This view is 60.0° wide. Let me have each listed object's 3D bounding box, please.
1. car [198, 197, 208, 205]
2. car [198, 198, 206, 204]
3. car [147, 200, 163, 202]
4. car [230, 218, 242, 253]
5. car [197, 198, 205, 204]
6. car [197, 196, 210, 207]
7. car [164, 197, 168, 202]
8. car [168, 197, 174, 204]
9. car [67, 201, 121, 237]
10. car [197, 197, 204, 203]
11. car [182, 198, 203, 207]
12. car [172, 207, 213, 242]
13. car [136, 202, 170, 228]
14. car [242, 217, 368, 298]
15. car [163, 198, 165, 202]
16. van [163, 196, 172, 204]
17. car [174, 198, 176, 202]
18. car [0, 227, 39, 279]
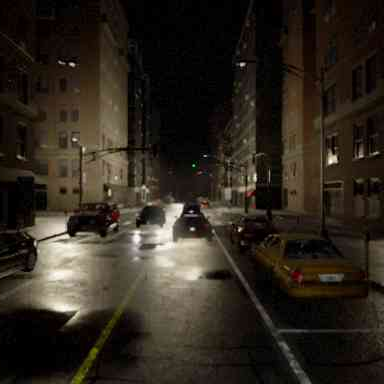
[{"bbox_3d":[2.321,1.995,72.938,1.967,1.590,4.097,0,0,0],"label":"car"},{"bbox_3d":[2.298,2.139,78.391,1.887,1.381,4.507,0,0,0],"label":"car"},{"bbox_3d":[-5.584,1.913,45.639,2.008,1.369,4.403,0,0,0],"label":"car"},{"bbox_3d":[2.580,1.688,13.790,1.802,1.307,4.206,0,0,0],"label":"car"},{"bbox_3d":[2.274,2.185,83.845,2.008,1.369,4.403,0,0,0],"label":"car"},{"bbox_3d":[2.369,1.915,62.029,1.967,1.590,4.097,0,0,0],"label":"car"},{"bbox_3d":[-5.631,1.969,56.377,1.752,1.417,4.829,0,0,0],"label":"car"},{"bbox_3d":[-5.703,2.131,72.908,1.947,1.339,4.313,0,0,0],"label":"car"},{"bbox_3d":[-5.469,1.473,19.178,2.192,1.841,5.009,0,0,0],"label":"car"},{"bbox_3d":[2.249,2.201,89.469,1.752,1.417,4.829,0,0,0],"label":"car"},{"bbox_3d":[-0.061,1.771,37.040,1.882,1.535,5.008,0,0,0],"label":"car"},{"bbox_3d":[0.011,1.701,17.363,1.994,1.385,4.181,0,0,0],"label":"car"},{"bbox_3d":[-2.852,1.720,23.981,1.812,1.442,4.674,0,0,0],"label":"car"},{"bbox_3d":[2.603,1.590,8.548,1.752,1.417,4.829,0,0,0],"label":"car"},{"bbox_3d":[-5.608,1.948,51.093,1.887,1.381,4.507,0,0,0],"label":"car"},{"bbox_3d":[-5.727,1.946,78.363,1.690,1.788,3.998,0,0,0],"label":"van"},{"bbox_3d":[-5.798,2.249,94.552,1.752,1.417,4.829,0,0,0],"label":"car"},{"bbox_3d":[-5.421,1.624,8.352,2.008,1.369,4.403,0,0,0],"label":"car"}]
